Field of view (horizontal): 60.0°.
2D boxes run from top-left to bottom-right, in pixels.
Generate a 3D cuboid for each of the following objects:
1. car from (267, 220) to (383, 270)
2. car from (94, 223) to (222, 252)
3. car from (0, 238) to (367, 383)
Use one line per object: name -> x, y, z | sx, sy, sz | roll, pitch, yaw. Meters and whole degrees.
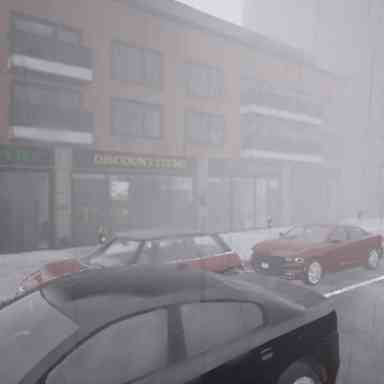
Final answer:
car -> 3.588, 1.519, 9.326 | 4.507, 1.381, 1.887 | 0, 0, -36
car -> -0.967, 1.432, 6.076 | 4.097, 1.590, 1.967 | 0, 0, -36
car -> -0.772, 1.475, 2.829 | 5.008, 1.535, 1.882 | 0, 0, -35
